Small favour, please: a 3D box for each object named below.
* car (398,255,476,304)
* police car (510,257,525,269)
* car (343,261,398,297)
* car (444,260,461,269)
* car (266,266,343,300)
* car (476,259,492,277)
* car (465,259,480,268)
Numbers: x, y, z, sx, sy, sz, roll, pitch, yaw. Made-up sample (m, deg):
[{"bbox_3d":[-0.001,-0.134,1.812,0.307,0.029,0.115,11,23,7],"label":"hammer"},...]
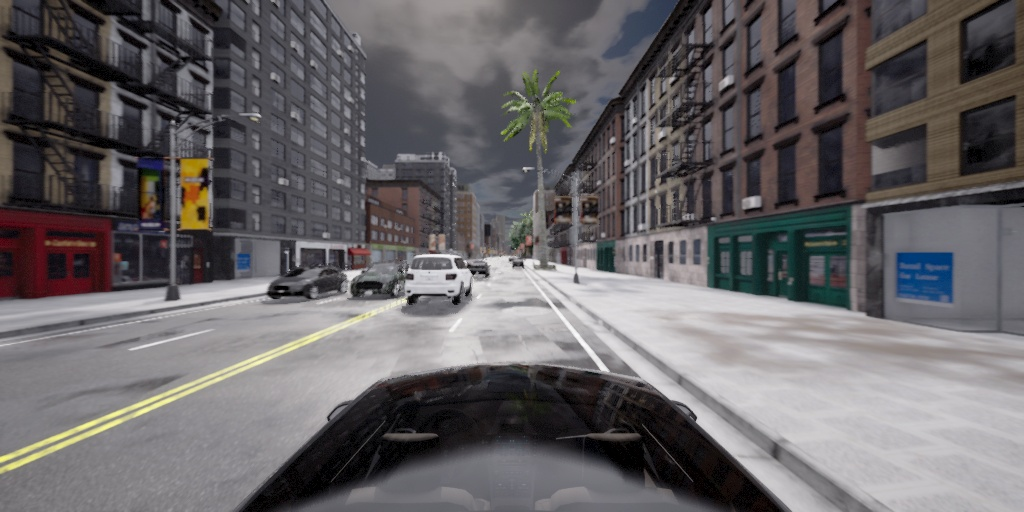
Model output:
[{"bbox_3d":[-3.140,0.967,16.301,2.150,2.045,5.566,0,0,0],"label":"car"},{"bbox_3d":[1.009,1.155,57.887,1.930,1.638,5.238,0,0,0],"label":"police car"},{"bbox_3d":[-6.588,1.097,18.725,2.097,1.767,4.553,0,0,0],"label":"car"},{"bbox_3d":[-9.751,1.294,59.059,1.994,1.385,4.181,0,0,1],"label":"car"},{"bbox_3d":[-9.839,1.251,17.698,1.837,1.490,4.892,0,0,0],"label":"car"},{"bbox_3d":[-3.130,1.244,34.941,1.837,1.490,4.892,0,0,0],"label":"car"},{"bbox_3d":[-6.509,1.207,59.566,1.882,1.535,5.008,0,0,1],"label":"car"}]
